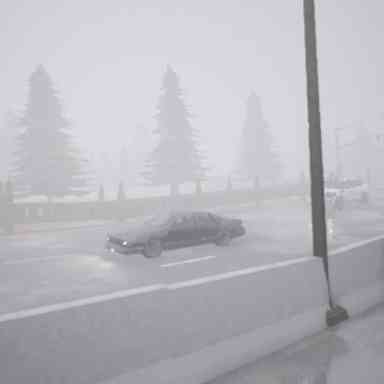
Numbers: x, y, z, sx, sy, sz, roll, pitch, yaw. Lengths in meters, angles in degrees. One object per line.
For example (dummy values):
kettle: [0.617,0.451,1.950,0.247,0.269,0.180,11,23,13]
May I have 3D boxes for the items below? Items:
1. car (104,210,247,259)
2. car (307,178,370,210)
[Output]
car: [-0.409,1.405,12.299,5.357,1.411,2.033,-2,1,-35]
car: [10.952,0.048,24.672,5.566,2.045,2.150,-5,3,-35]
